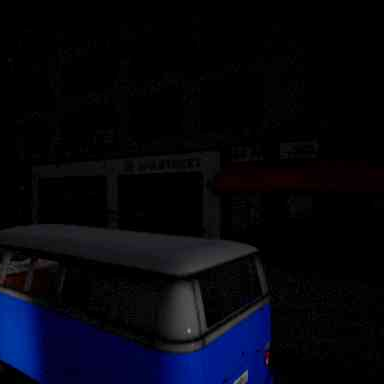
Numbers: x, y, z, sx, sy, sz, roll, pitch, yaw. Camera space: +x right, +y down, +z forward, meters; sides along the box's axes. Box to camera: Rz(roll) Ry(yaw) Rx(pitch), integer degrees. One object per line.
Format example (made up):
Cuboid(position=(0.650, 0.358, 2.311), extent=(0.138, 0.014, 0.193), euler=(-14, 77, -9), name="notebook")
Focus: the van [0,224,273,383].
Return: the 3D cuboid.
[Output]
Cuboid(position=(-1.094, 1.340, 3.860), extent=(3.998, 1.788, 1.690), euler=(0, 0, 36), name="van")
